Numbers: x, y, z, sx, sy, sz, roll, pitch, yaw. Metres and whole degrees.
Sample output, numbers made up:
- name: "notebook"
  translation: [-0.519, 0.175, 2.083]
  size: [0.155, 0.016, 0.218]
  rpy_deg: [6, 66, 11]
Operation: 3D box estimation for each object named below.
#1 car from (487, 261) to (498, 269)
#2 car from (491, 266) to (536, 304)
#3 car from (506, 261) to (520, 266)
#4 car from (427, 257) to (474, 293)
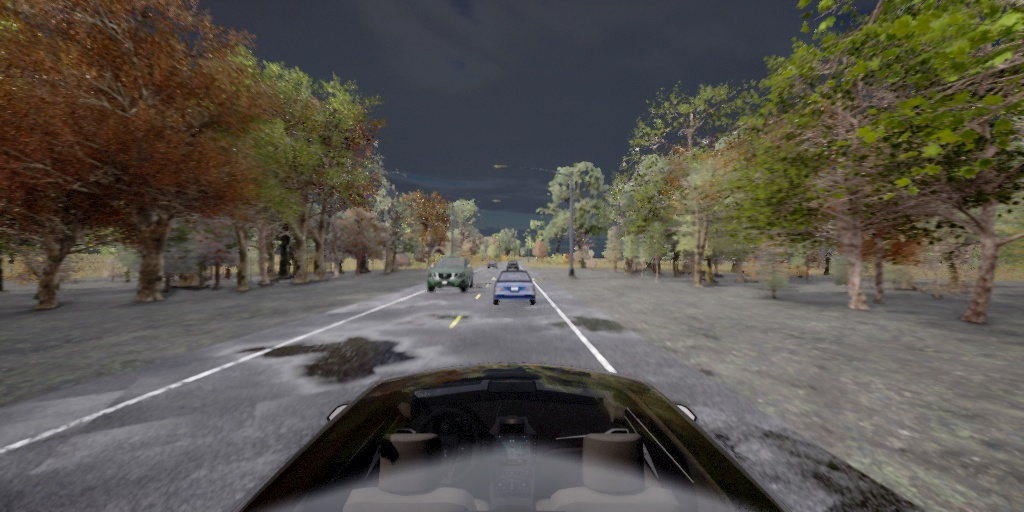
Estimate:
- name: "car"
  translation: [-3.487, 1.592, 64.050]
  size: [2.033, 1.411, 5.357]
  rpy_deg: [0, 0, 0]
- name: "car"
  translation: [0.104, 1.370, 16.869]
  size: [2.033, 1.411, 5.357]
  rpy_deg: [0, 0, 0]
- name: "car"
  translation: [0.120, 1.510, 55.308]
  size: [1.837, 1.490, 4.892]
  rpy_deg: [0, 0, 0]
- name: "car"
  translation: [-3.590, 1.067, 21.882]
  size: [2.150, 2.045, 5.566]
  rpy_deg: [0, 0, 0]
